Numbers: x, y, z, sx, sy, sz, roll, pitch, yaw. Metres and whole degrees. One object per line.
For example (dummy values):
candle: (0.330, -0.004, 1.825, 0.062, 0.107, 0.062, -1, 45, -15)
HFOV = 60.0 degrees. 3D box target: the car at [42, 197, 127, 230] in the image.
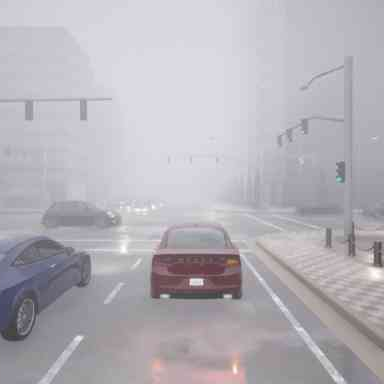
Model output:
car: (-6.640, 1.329, 20.362, 4.553, 1.767, 2.097, 0, 0, 1)

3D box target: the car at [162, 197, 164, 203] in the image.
car: (-6.857, 1.601, 68.244, 1.895, 1.301, 4.718, 0, 0, 0)

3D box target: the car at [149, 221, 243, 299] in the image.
car: (0.099, 1.478, 8.498, 1.882, 1.535, 5.008, 0, 0, 0)

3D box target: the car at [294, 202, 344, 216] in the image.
car: (12.051, 1.545, 30.919, 4.718, 1.301, 1.895, 0, 0, 1)

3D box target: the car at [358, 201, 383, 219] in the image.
car: (16.340, 1.436, 27.373, 4.902, 1.511, 2.128, 0, 0, 0)

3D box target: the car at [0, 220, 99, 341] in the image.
car: (-3.416, 1.526, 6.370, 1.812, 1.442, 4.674, 0, 0, 0)

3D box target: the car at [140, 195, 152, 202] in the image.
car: (-10.335, 1.478, 75.173, 1.882, 1.535, 5.008, 0, 0, 0)

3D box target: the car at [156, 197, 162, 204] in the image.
car: (-6.952, 1.491, 57.953, 2.128, 1.511, 4.902, 0, 0, 0)

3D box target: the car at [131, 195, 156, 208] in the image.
car: (-6.990, 1.491, 48.646, 2.128, 1.511, 4.902, 0, 0, 0)

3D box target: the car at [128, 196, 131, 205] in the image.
car: (-10.468, 1.491, 54.788, 2.128, 1.511, 4.902, 0, 0, 0)

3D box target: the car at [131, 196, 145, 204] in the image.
car: (-10.395, 1.564, 64.786, 1.994, 1.385, 4.181, 0, 0, 1)
